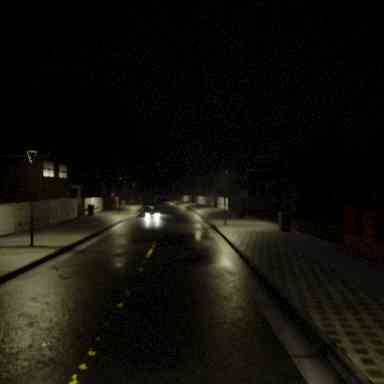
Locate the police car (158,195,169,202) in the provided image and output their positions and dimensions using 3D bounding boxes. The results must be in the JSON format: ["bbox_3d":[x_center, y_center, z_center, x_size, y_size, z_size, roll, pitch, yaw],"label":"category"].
[{"bbox_3d":[-7.114,1.750,85.477,1.930,1.638,5.238,0,0,-10],"label":"police car"}]

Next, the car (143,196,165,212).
[{"bbox_3d":[-4.575,1.564,38.958,2.128,1.511,4.902,0,0,-5],"label":"car"}]
